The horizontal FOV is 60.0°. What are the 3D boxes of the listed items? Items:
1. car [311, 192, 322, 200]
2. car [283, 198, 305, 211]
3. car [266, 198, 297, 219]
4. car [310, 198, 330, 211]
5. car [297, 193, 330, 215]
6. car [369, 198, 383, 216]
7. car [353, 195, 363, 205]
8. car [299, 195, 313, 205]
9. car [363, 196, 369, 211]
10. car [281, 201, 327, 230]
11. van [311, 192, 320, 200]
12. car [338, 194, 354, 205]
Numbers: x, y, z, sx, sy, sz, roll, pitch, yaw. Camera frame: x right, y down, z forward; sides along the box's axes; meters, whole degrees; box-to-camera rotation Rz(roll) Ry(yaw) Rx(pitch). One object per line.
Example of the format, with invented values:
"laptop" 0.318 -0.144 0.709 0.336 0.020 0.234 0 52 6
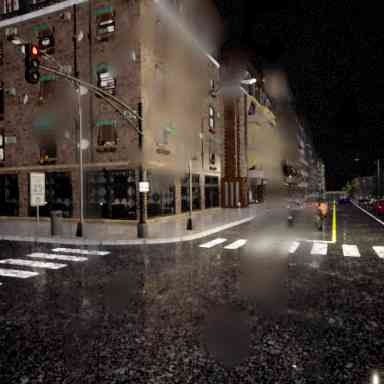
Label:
"car" 31.938 0.994 85.257 2.192 1.841 5.009 -1 0 23
"car" 11.749 1.397 38.133 2.008 1.369 4.403 -1 0 23
"car" 7.262 1.442 27.661 2.008 1.369 4.403 -1 0 23
"car" 14.758 1.384 38.309 1.994 1.385 4.181 0 0 23
"car" 10.746 1.212 29.148 2.097 1.767 4.553 0 0 23
"car" 17.213 1.386 29.607 1.802 1.307 4.206 -1 0 23
"car" 26.188 1.270 50.552 2.008 1.369 4.403 -1 0 23
"car" 18.413 1.310 53.685 1.752 1.417 4.829 -1 0 23
"car" 19.457 1.333 34.844 2.008 1.369 4.403 -1 0 23
"car" 6.870 1.464 20.149 1.994 1.385 4.181 0 0 23
"van" 29.695 1.036 80.022 1.690 1.788 3.998 -1 0 23
"car" 24.631 1.296 53.479 1.994 1.385 4.181 0 0 23
